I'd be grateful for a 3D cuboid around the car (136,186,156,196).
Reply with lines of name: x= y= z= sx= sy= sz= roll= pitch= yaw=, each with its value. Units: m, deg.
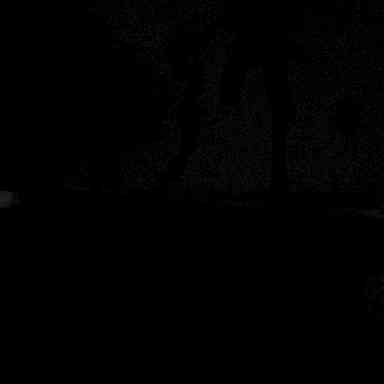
car: x=-7.999 y=-0.203 z=57.514 sx=1.882 sy=1.535 sz=5.008 roll=-2 pitch=4 yaw=-36
